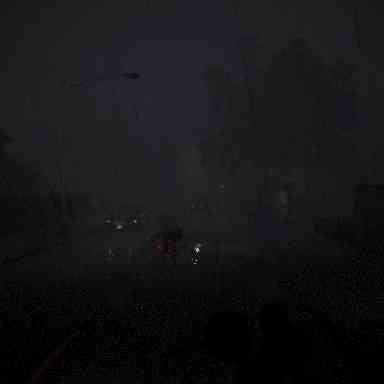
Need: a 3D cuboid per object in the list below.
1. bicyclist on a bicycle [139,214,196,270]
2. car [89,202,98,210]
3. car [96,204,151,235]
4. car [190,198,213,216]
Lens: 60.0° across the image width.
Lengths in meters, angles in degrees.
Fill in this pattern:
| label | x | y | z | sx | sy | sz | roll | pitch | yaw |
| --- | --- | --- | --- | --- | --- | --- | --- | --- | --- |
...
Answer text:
| label | x | y | z | sx | sy | sz | roll | pitch | yaw |
| --- | --- | --- | --- | --- | --- | --- | --- | --- | --- |
| bicyclist on a bicycle | -0.726 | 1.449 | 9.551 | 1.656 | 1.620 | 0.582 | -2 | 0 | 2 |
| car | -11.934 | 1.355 | 33.987 | 5.357 | 1.415 | 2.033 | 0 | 0 | 4 |
| car | -3.551 | 1.491 | 19.069 | 2.128 | 1.511 | 4.902 | 0 | 0 | 2 |
| car | 0.959 | 1.352 | 32.774 | 2.097 | 1.767 | 4.553 | 0 | 0 | 2 |
